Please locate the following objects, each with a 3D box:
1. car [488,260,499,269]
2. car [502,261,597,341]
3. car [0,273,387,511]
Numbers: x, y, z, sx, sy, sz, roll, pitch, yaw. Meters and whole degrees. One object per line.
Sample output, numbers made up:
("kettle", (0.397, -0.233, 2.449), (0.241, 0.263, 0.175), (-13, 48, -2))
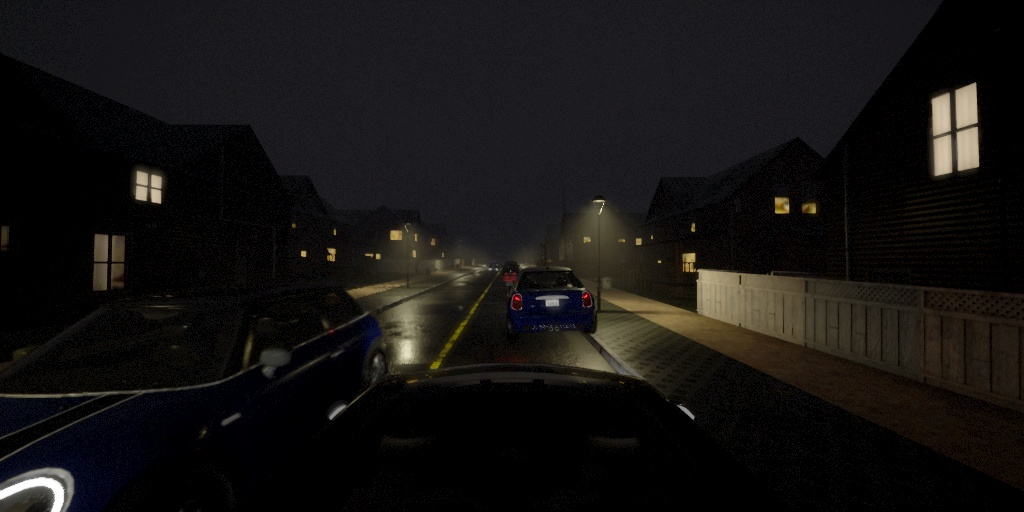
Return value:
("car", (-3.100, 1.403, 61.710), (2.033, 1.411, 5.357), (0, 0, 0))
("car", (0.883, 1.076, 10.093), (2.097, 1.767, 4.553), (-2, 0, 0))
("car", (-2.857, 1.103, 3.301), (2.097, 1.767, 4.553), (0, 0, 0))
